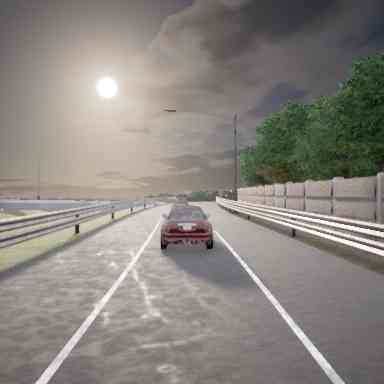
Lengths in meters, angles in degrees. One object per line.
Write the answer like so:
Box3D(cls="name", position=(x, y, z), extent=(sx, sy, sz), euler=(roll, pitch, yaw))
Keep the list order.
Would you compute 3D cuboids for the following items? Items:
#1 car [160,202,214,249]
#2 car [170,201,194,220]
Box3D(cls="car", position=(-0.259, 1.379, 14.750), extent=(2.097, 1.767, 4.553), euler=(0, 0, -2))
Box3D(cls="car", position=(-0.947, 1.599, 29.792), extent=(1.994, 1.385, 4.181), euler=(0, 0, -2))
